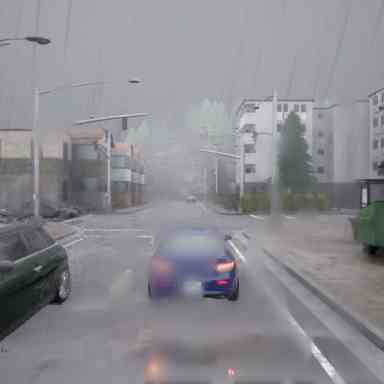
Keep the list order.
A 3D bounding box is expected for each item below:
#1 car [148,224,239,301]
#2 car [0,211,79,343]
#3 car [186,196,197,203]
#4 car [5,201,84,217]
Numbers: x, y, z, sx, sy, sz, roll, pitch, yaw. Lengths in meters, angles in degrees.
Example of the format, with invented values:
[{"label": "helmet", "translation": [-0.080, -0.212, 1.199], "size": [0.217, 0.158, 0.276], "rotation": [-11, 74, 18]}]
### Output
[{"label": "car", "translation": [0.042, 1.526, 8.207], "size": [1.812, 1.442, 4.674], "rotation": [0, 0, 0]}, {"label": "car", "translation": [-3.602, 1.352, 5.108], "size": [2.097, 1.767, 4.553], "rotation": [0, 0, 0]}, {"label": "car", "translation": [-0.127, 1.526, 66.849], "size": [1.812, 1.442, 4.674], "rotation": [0, 0, 0]}, {"label": "car", "translation": [-10.918, 1.371, 24.595], "size": [5.357, 1.411, 2.033], "rotation": [0, 0, -4]}]
